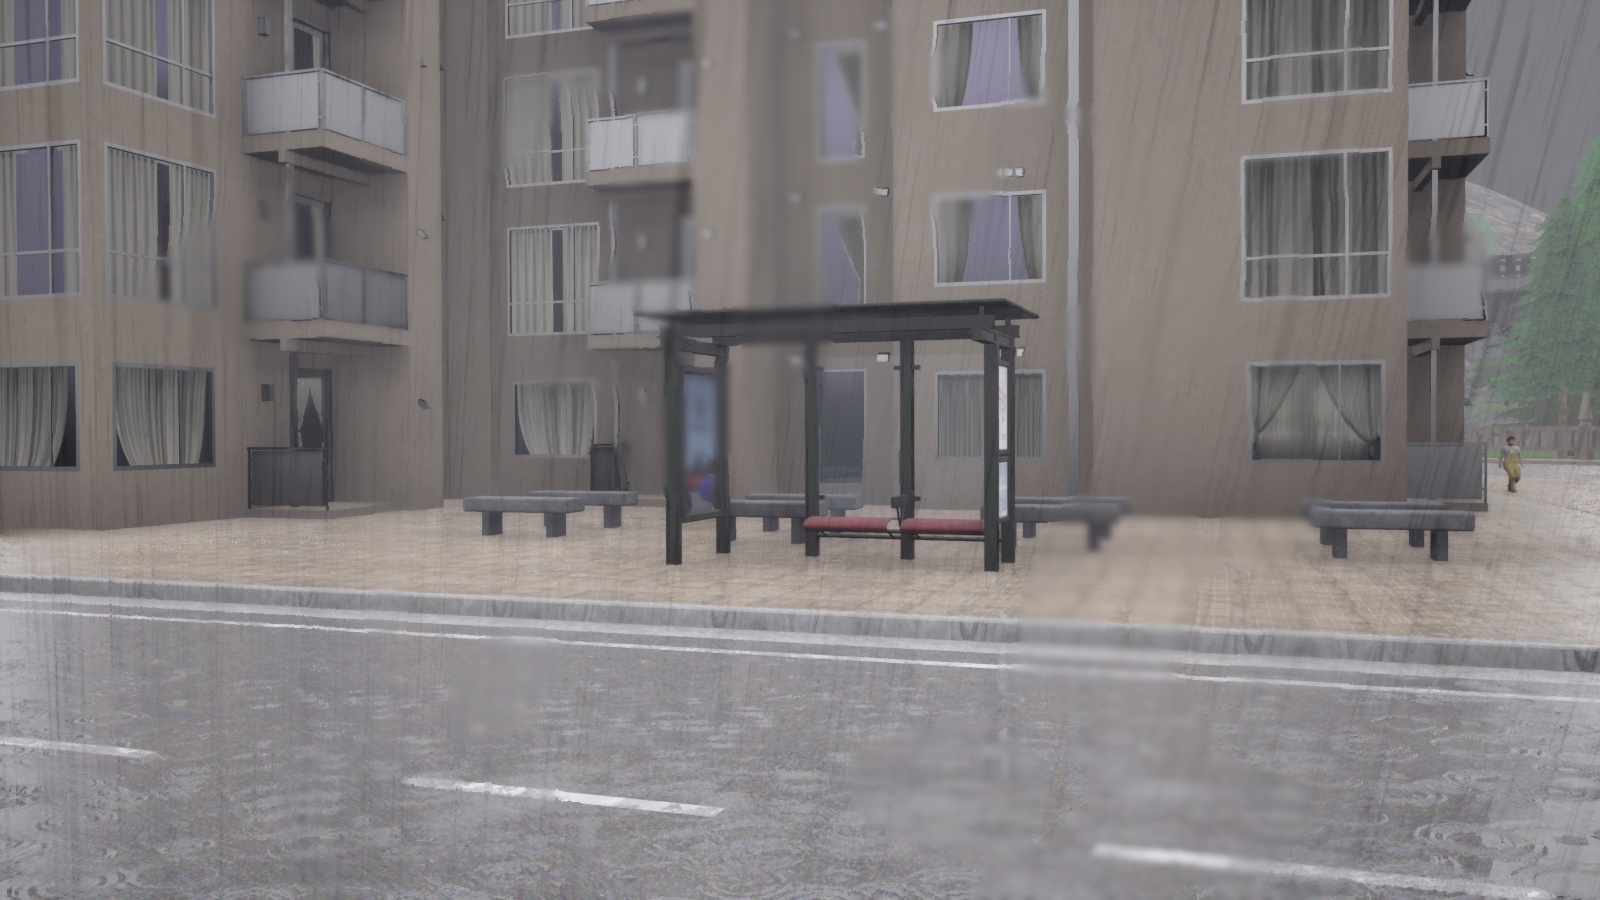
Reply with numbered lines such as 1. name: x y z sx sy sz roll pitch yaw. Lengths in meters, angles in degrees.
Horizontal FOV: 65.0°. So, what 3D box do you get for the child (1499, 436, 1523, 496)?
1. child: 15.012 0.337 26.512 0.270 1.263 0.437 0 1 4
